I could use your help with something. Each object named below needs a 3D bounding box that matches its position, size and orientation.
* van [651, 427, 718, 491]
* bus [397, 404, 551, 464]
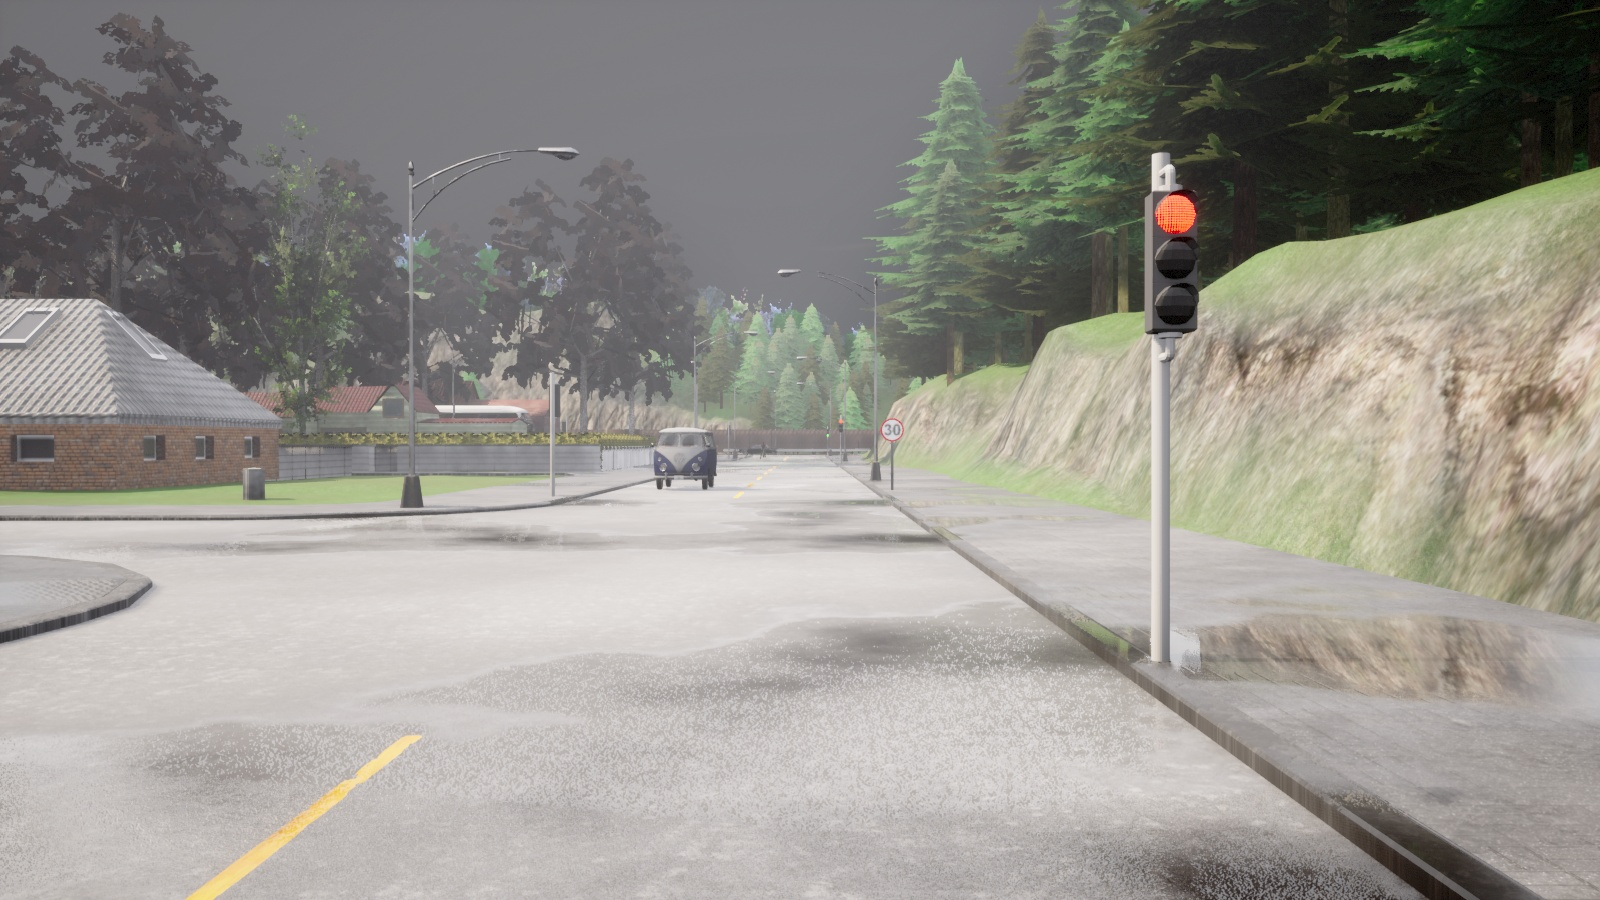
[{"bbox_3d":[-3.750,0.263,41.344,1.775,1.987,4.442,0,0,0],"label":"van"},{"bbox_3d":[-23.834,-1.170,92.215,10.273,4.253,3.944,0,0,0],"label":"bus"}]
